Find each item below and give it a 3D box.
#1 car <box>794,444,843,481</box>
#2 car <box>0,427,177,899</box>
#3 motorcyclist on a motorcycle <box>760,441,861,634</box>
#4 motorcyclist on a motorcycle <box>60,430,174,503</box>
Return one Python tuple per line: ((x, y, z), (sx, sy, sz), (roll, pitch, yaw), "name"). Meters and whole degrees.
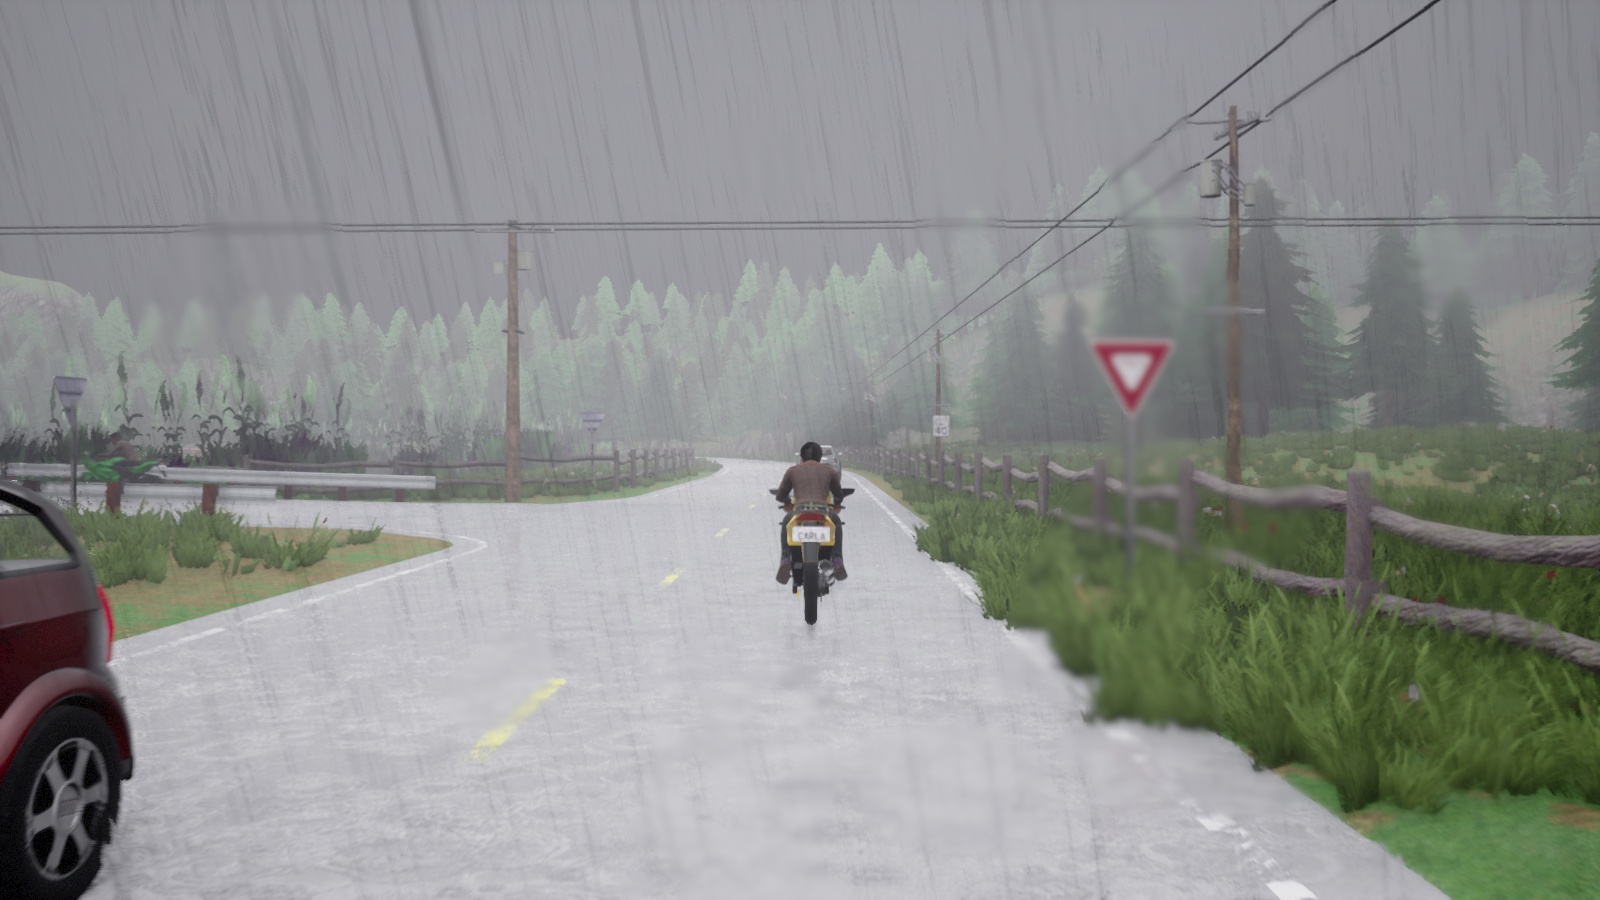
((0.775, 0.509, 52.198), (1.970, 1.475, 3.806), (0, 0, 1), "car")
((-3.169, 0.712, 2.713), (1.789, 1.549, 3.705), (0, 0, 0), "car")
((0.099, 0.686, 10.967), (0.797, 1.523, 2.044), (0, 0, 1), "motorcyclist on a motorcycle")
((-15.082, 0.351, 27.759), (2.044, 1.523, 0.797), (2, 0, 3), "motorcyclist on a motorcycle")
